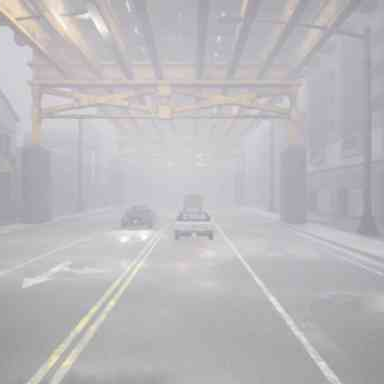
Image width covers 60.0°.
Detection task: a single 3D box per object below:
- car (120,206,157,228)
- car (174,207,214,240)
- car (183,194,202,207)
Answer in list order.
[{"bbox_3d":[-3.508,1.644,22.552,1.994,1.385,4.181,0,0,0],"label":"car"},{"bbox_3d":[0.094,1.663,17.502,1.895,1.301,4.718,0,0,0],"label":"car"},{"bbox_3d":[0.085,1.217,40.885,2.150,2.045,5.566,0,0,0],"label":"car"}]
